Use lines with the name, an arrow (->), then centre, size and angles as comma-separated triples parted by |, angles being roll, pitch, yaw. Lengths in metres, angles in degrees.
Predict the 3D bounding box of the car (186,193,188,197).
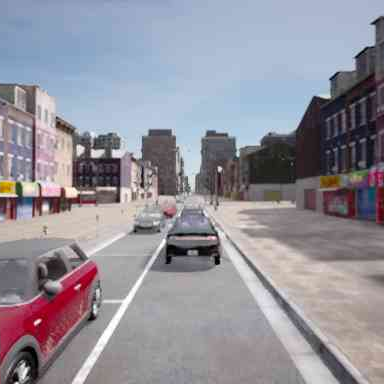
car -> -2.632, 1.585, 93.000 | 1.887, 1.381, 4.507 | 1, 0, 0

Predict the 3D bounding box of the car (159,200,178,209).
car -> -2.632, 1.784, 32.233 | 1.887, 1.381, 4.507 | 1, 0, 0

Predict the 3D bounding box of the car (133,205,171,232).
car -> -2.633, 1.748, 21.161 | 2.008, 1.369, 4.403 | 1, 0, 0

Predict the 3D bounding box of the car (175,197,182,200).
car -> -2.630, 1.765, 43.134 | 1.752, 1.417, 4.829 | 1, 0, 0

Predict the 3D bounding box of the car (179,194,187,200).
car -> -2.630, 1.698, 70.405 | 2.008, 1.369, 4.403 | 1, 0, 0

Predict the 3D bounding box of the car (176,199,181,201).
car -> -2.631, 1.790, 37.769 | 1.887, 1.381, 4.507 | 1, 0, 0

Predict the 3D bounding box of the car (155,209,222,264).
car -> 0.045, 1.624, 12.353 | 2.128, 1.511, 4.902 | 0, 0, 1

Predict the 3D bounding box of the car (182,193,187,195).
car -> -2.630, 1.649, 75.884 | 1.752, 1.417, 4.829 | 1, 0, 0

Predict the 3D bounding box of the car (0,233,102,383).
car -> -2.634, 1.494, 4.549 | 1.967, 1.590, 4.097 | 0, -1, 0

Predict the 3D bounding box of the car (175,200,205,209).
car -> 0.042, 1.717, 27.315 | 2.128, 1.511, 4.902 | 0, 0, 1
